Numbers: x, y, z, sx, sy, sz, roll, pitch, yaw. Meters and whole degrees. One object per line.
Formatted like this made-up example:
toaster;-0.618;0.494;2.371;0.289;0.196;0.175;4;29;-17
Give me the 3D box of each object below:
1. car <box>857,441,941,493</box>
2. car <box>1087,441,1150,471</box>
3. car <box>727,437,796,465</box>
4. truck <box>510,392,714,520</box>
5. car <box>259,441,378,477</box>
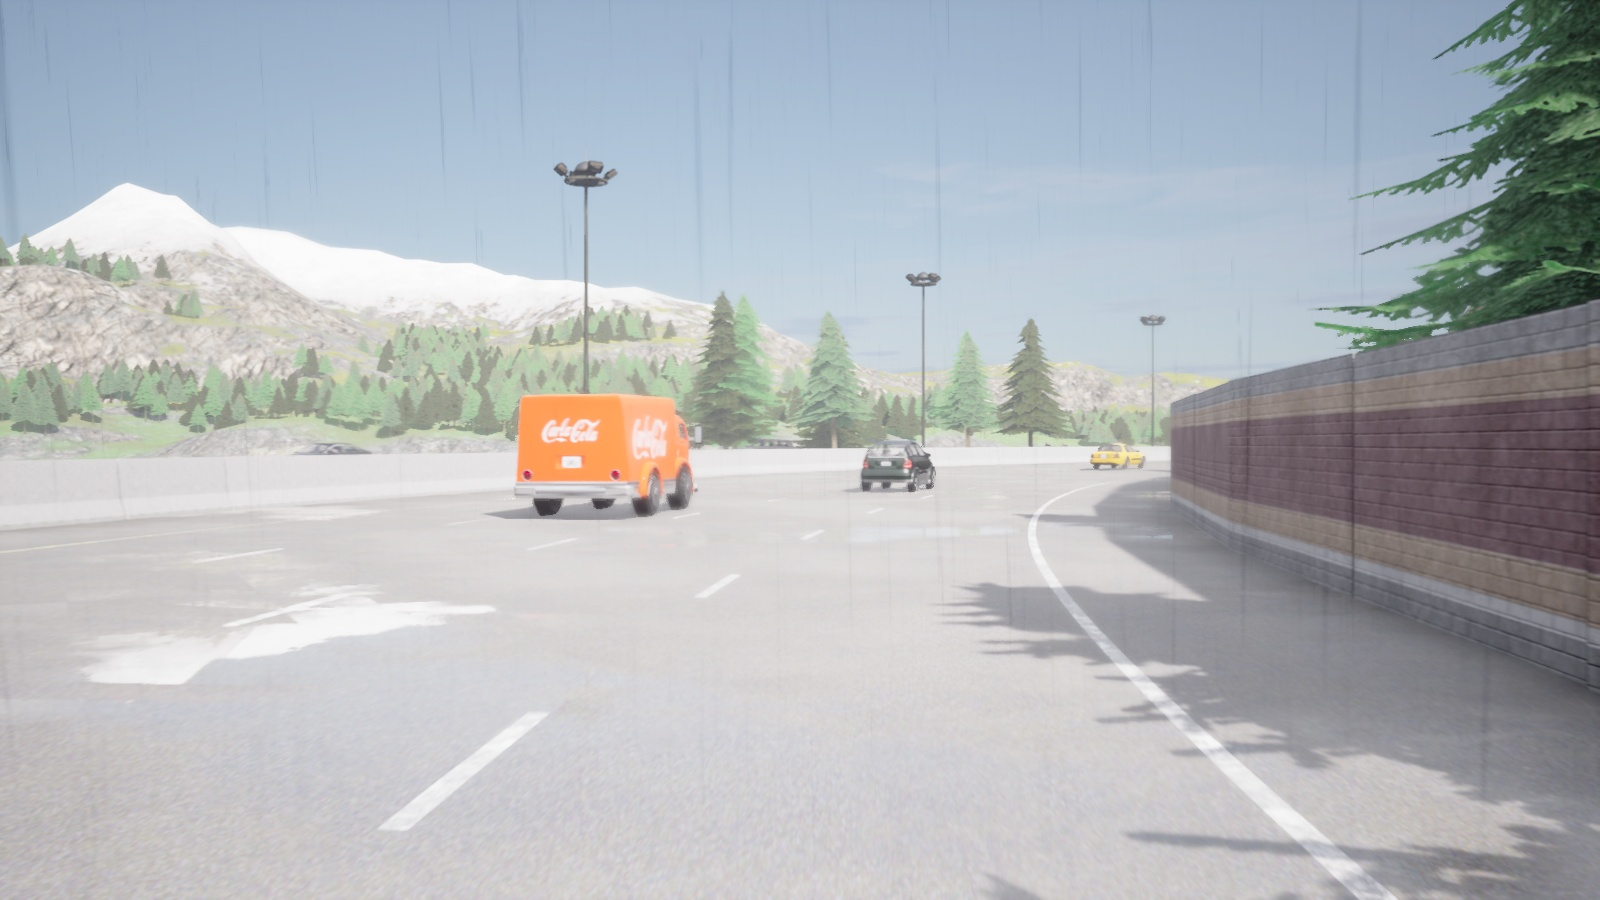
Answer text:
car;3.155;0.507;39.352;1.789;1.549;3.705;0;0;18
car;17.859;0.309;70.319;1.801;1.575;5.366;0;0;33
car;-2.647;0.074;86.581;4.605;1.855;1.932;1;0;-43
truck;-3.848;0.103;26.956;2.627;2.467;5.204;0;0;12
car;-21.007;0.368;54.996;2.128;1.511;4.902;0;0;21
